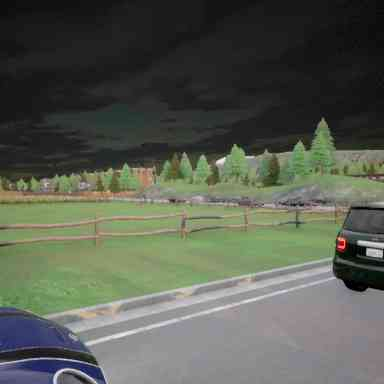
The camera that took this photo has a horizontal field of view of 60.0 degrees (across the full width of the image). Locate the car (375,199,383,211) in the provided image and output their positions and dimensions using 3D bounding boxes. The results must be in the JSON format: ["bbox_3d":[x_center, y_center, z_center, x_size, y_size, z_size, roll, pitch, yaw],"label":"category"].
[{"bbox_3d":[24.762,1.601,39.833,1.895,1.301,4.718,0,0,-38],"label":"car"}]

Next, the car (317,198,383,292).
[{"bbox_3d":[5.552,1.221,7.728,5.566,2.045,2.150,0,0,-36],"label":"car"}]

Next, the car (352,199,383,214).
[{"bbox_3d":[19.731,1.491,34.813,2.128,1.511,4.902,0,0,-37],"label":"car"}]

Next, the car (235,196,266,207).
[{"bbox_3d":[8.898,1.564,49.510,1.994,1.385,4.181,0,0,-36],"label":"car"}]

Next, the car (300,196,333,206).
[{"bbox_3d":[21.128,1.477,56.518,1.882,1.535,5.008,0,0,-36],"label":"car"}]

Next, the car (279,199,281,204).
[{"bbox_3d":[15.799,1.526,51.939,1.812,1.442,4.674,0,0,-36],"label":"car"}]

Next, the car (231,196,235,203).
[{"bbox_3d":[8.967,1.526,67.297,1.812,1.442,4.674,0,0,-36],"label":"car"}]

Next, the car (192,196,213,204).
[{"bbox_3d":[1.560,1.525,65.542,1.812,1.442,4.674,0,0,-36],"label":"car"}]

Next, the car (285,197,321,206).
[{"bbox_3d":[18.191,1.548,54.595,2.033,1.411,5.357,0,0,-36],"label":"car"}]

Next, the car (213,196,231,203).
[{"bbox_3d":[4.881,1.547,66.947,2.033,1.411,5.357,0,0,-36],"label":"car"}]

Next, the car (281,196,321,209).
[{"bbox_3d":[15.349,1.504,46.632,1.837,1.490,4.892,0,0,-36],"label":"car"}]

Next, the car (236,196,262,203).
[{"bbox_3d":[11.820,1.535,69.358,2.033,1.411,5.357,0,0,-36],"label":"car"}]

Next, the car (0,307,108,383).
[{"bbox_3d":[-2.727,1.352,1.795,4.553,1.767,2.097,0,0,-36],"label":"car"}]

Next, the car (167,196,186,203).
[{"bbox_3d":[-3.102,1.534,66.029,1.837,1.490,4.892,0,0,-36],"label":"car"}]
